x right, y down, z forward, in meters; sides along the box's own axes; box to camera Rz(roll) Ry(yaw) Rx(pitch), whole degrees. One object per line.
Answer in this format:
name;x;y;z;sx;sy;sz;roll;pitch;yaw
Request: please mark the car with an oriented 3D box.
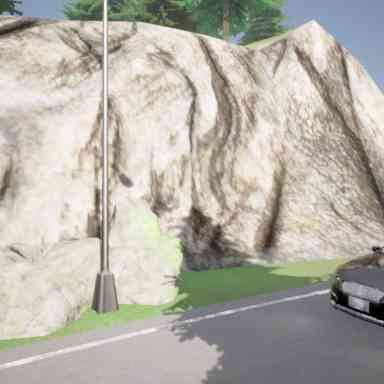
car;4.821;1.491;6.286;4.902;1.511;2.128;0;0;-26
